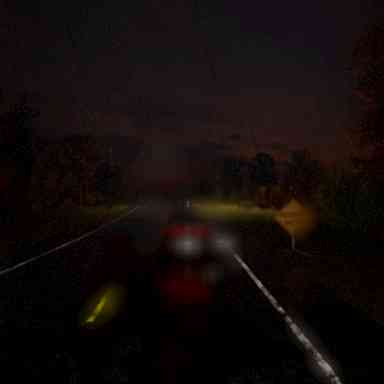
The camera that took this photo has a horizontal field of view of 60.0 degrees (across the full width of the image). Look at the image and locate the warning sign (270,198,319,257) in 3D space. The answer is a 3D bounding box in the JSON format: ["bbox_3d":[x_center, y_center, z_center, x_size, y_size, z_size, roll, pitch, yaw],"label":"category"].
[{"bbox_3d":[3.400,1.145,11.155,1.300,1.860,1.060,0,0,-1],"label":"warning sign"}]

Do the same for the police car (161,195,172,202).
[{"bbox_3d":[-5.814,1.594,81.218,1.930,1.638,5.238,0,0,-9],"label":"police car"}]

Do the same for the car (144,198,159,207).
[{"bbox_3d":[-6.601,1.693,53.126,1.994,1.385,4.181,0,0,-6],"label":"car"}]

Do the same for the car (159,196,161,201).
[{"bbox_3d":[-7.549,1.658,91.012,1.882,1.535,5.008,0,0,-11],"label":"car"}]

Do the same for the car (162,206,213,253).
[{"bbox_3d":[-0.187,1.545,13.782,1.837,1.490,4.892,0,0,-2],"label":"car"}]

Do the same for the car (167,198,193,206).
[{"bbox_3d":[-0.878,1.569,28.909,2.128,1.511,4.902,0,0,-3],"label":"car"}]
